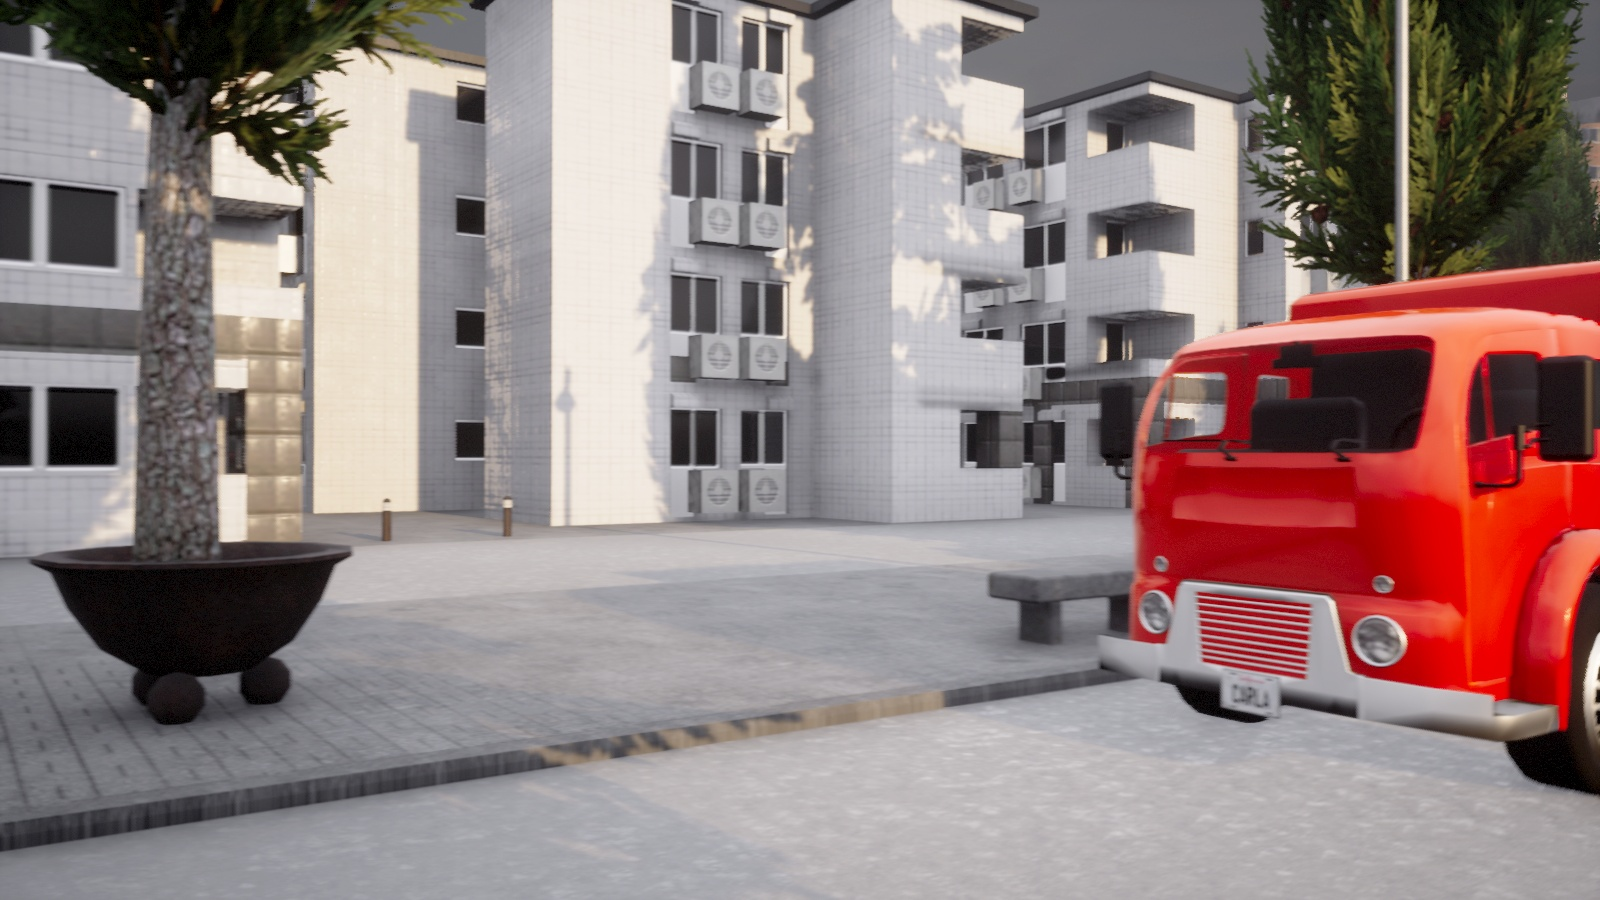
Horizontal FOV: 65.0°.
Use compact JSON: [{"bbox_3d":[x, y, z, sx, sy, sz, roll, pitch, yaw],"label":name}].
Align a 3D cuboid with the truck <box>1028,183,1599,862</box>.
[{"bbox_3d":[4.110,0.267,7.130,5.204,2.467,2.627,0,0,-35],"label":"truck"}]
